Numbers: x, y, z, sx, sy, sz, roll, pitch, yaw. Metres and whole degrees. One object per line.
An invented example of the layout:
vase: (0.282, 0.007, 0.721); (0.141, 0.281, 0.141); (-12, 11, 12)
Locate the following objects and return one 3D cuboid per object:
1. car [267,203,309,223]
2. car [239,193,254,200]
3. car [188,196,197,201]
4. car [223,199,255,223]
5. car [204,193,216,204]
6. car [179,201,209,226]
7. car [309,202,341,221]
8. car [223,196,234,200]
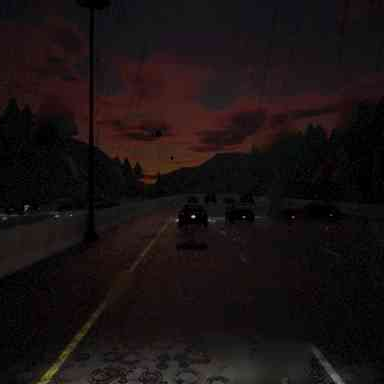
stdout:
car: (7.094, 1.561, 25.616); (1.812, 1.442, 4.674); (0, 0, 0)
car: (10.568, 1.282, 64.523); (2.150, 2.045, 5.566); (0, 0, 0)
car: (0.064, 1.523, 65.332); (1.837, 1.490, 4.892); (0, 0, 0)
car: (3.594, 1.547, 25.336); (1.812, 1.442, 4.674); (0, 0, 0)
car: (3.568, 1.253, 65.318); (2.150, 2.045, 5.566); (0, 0, 0)
car: (0.082, 1.571, 23.475); (1.994, 1.385, 4.181); (0, 0, 0)
car: (10.594, 1.541, 27.693); (2.128, 1.511, 4.902); (0, 0, 0)
car: (7.065, 1.523, 65.003); (1.882, 1.535, 5.008); (0, 0, 0)
